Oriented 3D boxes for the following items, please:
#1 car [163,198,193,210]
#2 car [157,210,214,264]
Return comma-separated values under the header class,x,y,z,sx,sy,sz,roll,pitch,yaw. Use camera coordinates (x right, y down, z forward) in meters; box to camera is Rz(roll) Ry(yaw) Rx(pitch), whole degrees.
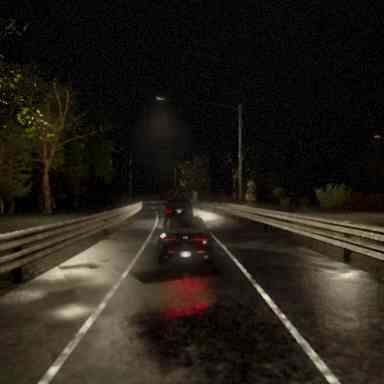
class,x,y,z,sx,sy,sz,roll,pitch,yaw
car,-1.100,1.521,26.467,2.150,2.045,5.566,0,0,-4
car,-0.262,1.650,12.498,1.837,1.490,4.892,0,0,-2
